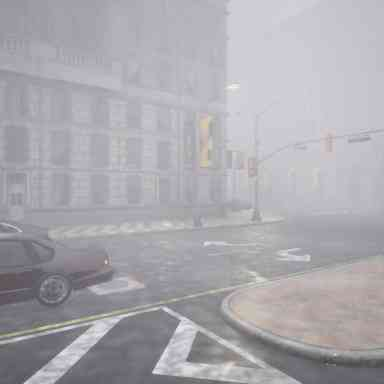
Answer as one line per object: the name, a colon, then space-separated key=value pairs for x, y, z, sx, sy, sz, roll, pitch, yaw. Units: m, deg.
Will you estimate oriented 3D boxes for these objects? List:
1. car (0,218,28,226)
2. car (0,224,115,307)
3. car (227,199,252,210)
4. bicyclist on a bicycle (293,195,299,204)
car: x=-6.476 y=1.492 z=9.263 sx=4.902 sy=1.511 sz=2.128 roll=0 pitch=0 yaw=-37
car: x=-4.286 y=1.547 z=6.480 sx=5.357 sy=1.411 sz=2.033 roll=0 pitch=0 yaw=-34
car: x=5.737 y=1.564 z=43.157 sx=1.994 sy=1.385 sz=4.181 roll=0 pitch=0 yaw=-35
bicyclist on a bicycle: x=17.913 y=1.300 z=57.126 sx=1.656 sy=1.620 sz=0.582 roll=0 pitch=0 yaw=-35
